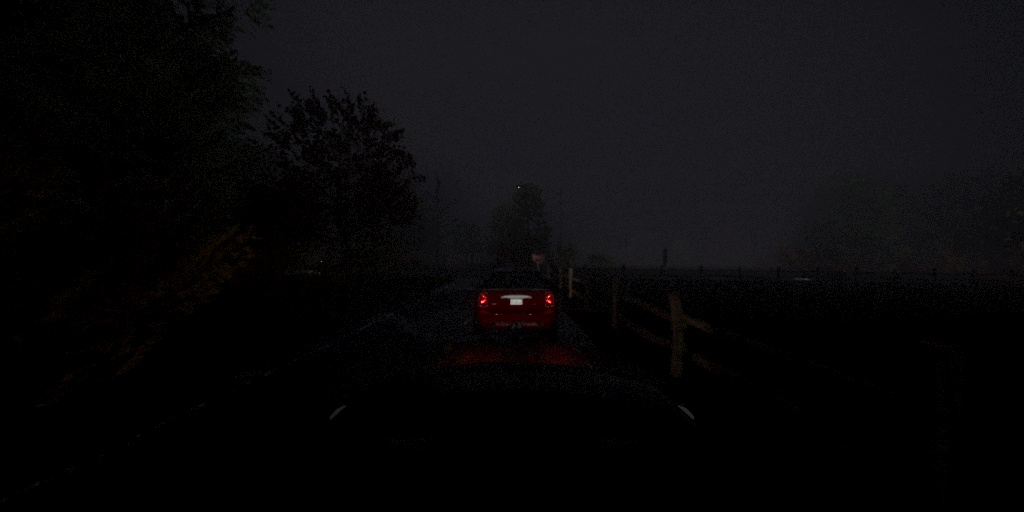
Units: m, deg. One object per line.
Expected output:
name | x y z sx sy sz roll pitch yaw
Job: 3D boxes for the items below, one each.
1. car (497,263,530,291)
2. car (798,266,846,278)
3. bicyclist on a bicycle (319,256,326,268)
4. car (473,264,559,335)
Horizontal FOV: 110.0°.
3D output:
car | 0.105 1.234 22.475 1.837 1.490 4.892 0 -1 0
car | 34.403 1.765 39.875 4.181 1.385 1.994 1 1 0
bicyclist on a bicycle | -22.661 0.820 42.881 0.582 1.620 1.656 1 0 0
car | 0.101 1.096 10.611 2.097 1.767 4.553 0 0 0
